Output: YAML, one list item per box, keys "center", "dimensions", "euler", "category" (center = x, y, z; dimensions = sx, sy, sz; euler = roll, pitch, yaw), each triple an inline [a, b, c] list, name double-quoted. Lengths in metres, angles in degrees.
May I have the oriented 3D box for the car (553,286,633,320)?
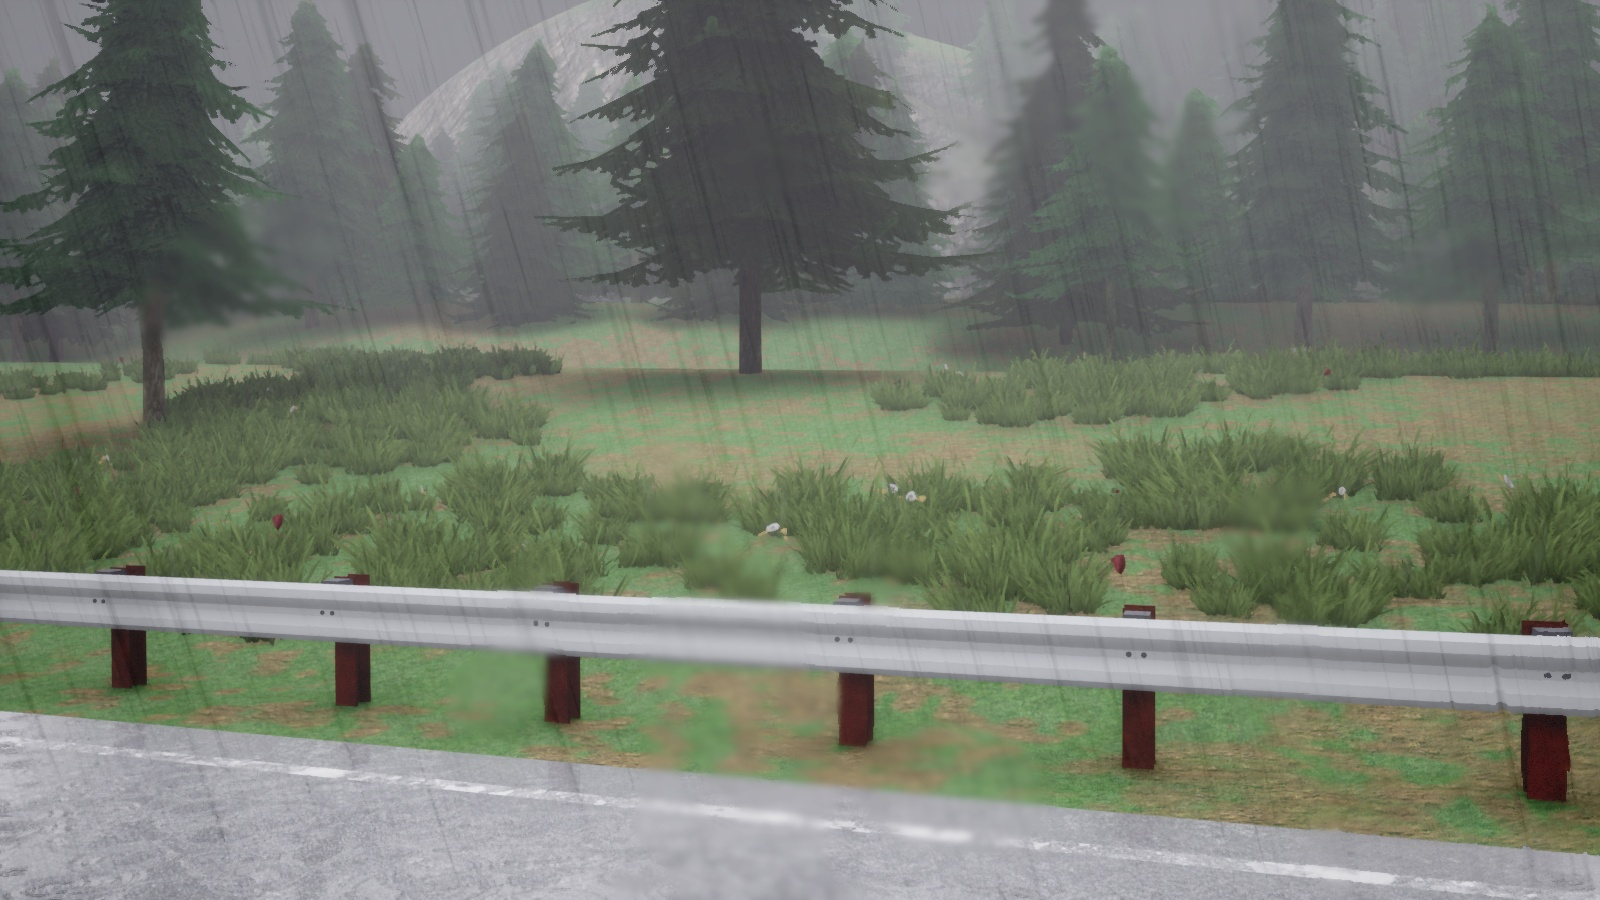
- center: [-13.087, -9.270, 79.365]
  dimensions: [4.553, 1.767, 2.097]
  euler: [6, 3, 25]
  category: "car"
